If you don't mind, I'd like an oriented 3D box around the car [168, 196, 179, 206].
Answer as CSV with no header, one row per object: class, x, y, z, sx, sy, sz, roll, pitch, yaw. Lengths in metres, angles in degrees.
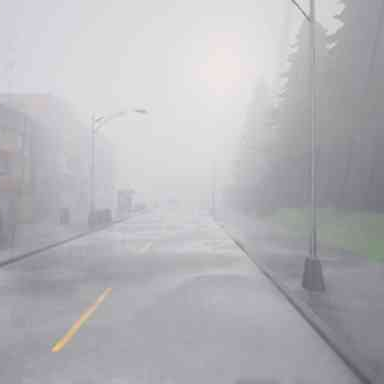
car,-3.979,1.898,71.483,2.150,2.045,5.566,0,-1,0
